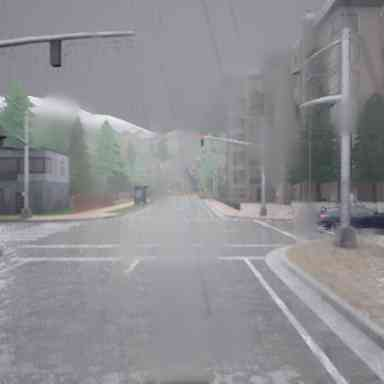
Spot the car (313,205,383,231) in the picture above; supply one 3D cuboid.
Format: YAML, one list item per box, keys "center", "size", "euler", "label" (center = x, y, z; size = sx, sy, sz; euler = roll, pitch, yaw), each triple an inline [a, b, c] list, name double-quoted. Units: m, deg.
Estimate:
- center: [9.179, 1.442, 18.475]
  size: [4.674, 1.442, 1.812]
  euler: [0, 0, 2]
  label: "car"
